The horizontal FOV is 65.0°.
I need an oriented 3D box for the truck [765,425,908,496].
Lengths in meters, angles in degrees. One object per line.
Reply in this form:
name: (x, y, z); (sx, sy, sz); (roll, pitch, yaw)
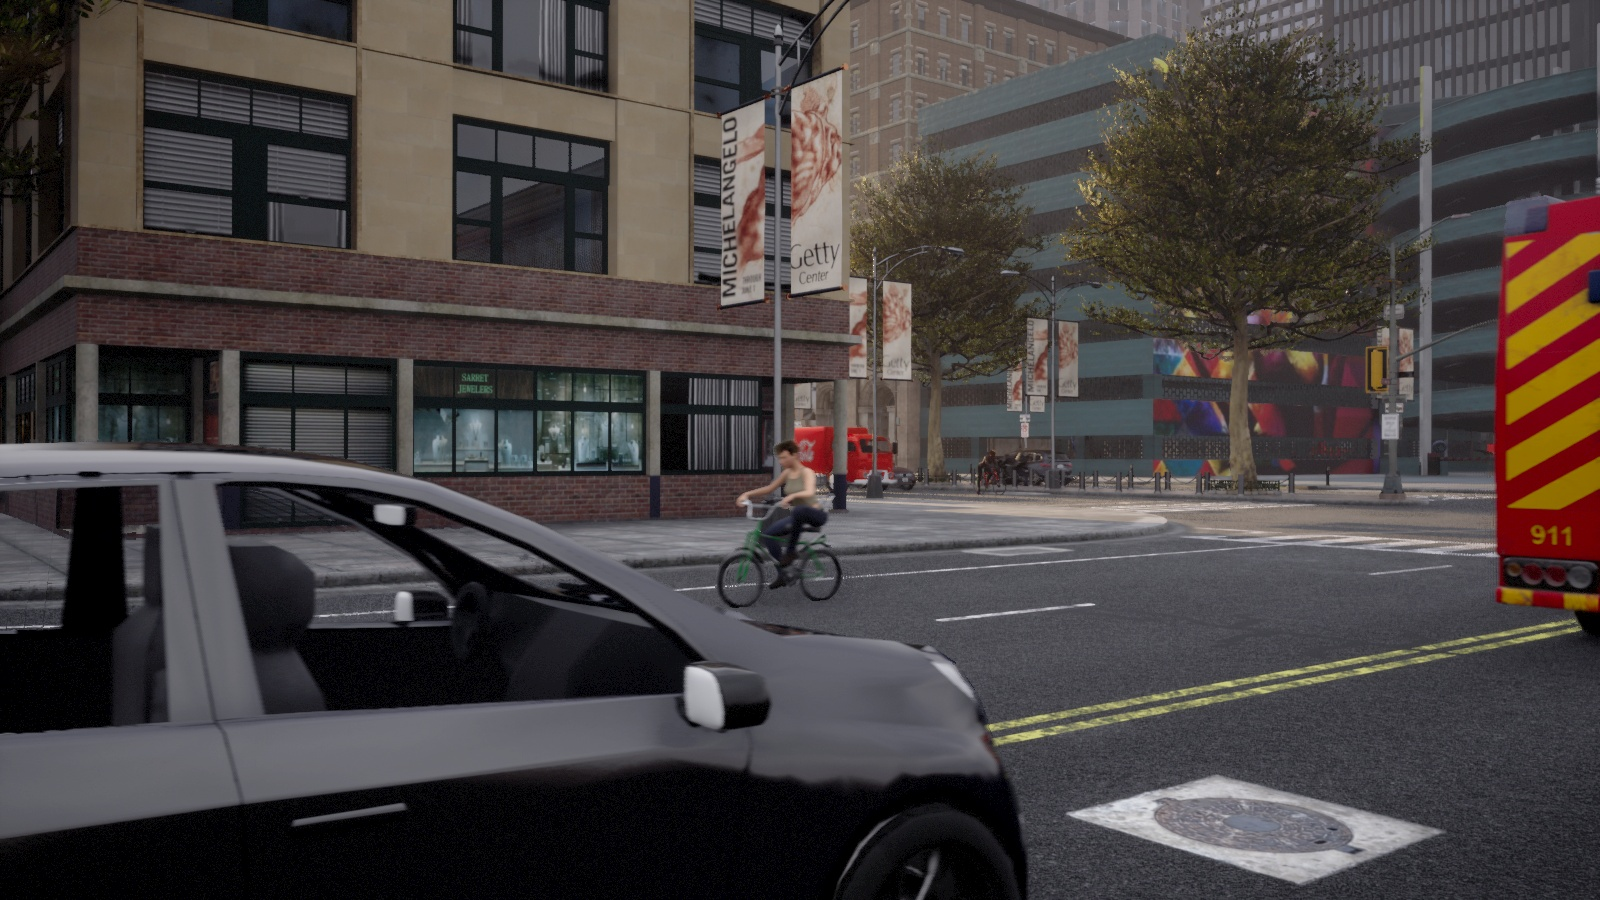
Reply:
truck: (1.291, 0.370, 46.817); (2.627, 2.467, 5.204); (0, 0, -37)

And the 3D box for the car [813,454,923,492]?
car: (2.693, 0.889, 50.761); (1.812, 1.442, 4.674); (0, 0, -37)

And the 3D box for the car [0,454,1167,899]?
car: (-1.055, 0.769, 2.898); (3.633, 1.501, 1.845); (0, 0, -37)

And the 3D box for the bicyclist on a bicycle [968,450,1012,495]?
bicyclist on a bicycle: (6.851, 0.794, 45.354); (0.582, 1.620, 1.656); (0, 0, -37)

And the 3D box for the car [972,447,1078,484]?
car: (10.588, 0.711, 59.384); (2.242, 1.667, 4.611); (0, 0, -37)

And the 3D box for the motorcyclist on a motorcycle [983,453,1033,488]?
motorcyclist on a motorcycle: (9.167, 0.896, 55.464); (0.866, 1.530, 2.191); (0, 0, -37)

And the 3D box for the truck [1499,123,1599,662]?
truck: (9.531, -0.413, 10.860); (8.468, 3.827, 2.891); (0, 0, -37)

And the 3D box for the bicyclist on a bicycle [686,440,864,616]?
bicyclist on a bicycle: (-0.238, 0.712, 12.265); (1.509, 1.612, 0.866); (0, 0, -37)
